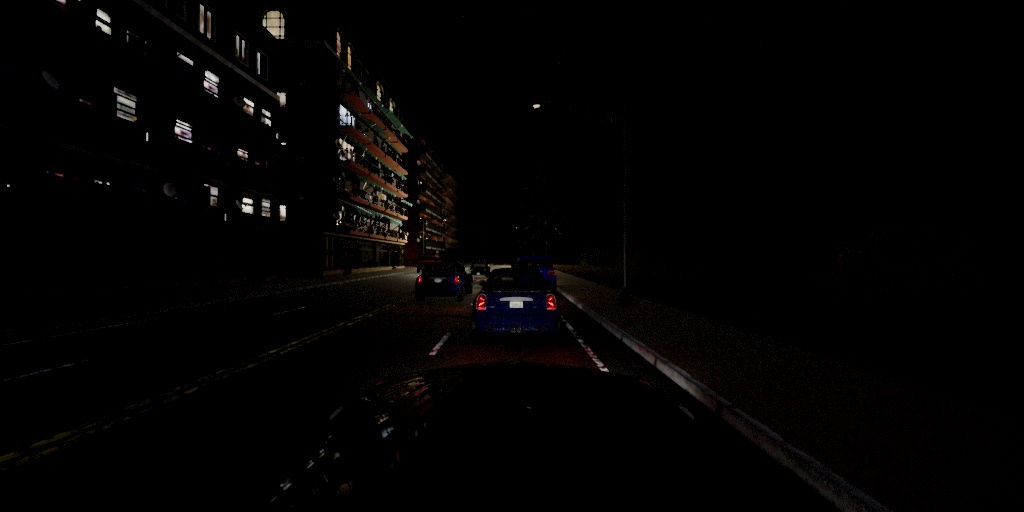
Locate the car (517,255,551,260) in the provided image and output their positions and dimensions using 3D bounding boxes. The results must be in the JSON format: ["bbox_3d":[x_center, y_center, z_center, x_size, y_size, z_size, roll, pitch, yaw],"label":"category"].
[{"bbox_3d":[1.132,0.977,19.703,2.150,2.045,5.566,0,0,0],"label":"car"}]

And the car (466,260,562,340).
[{"bbox_3d":[0.095,1.103,10.128,2.097,1.767,4.553,0,0,0],"label":"car"}]

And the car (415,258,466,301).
[{"bbox_3d":[-3.154,1.102,17.418,2.097,1.767,4.553,0,0,0],"label":"car"}]

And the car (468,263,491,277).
[{"bbox_3d":[-3.154,1.353,36.016,1.895,1.301,4.718,0,0,0],"label":"car"}]

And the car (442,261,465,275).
[{"bbox_3d":[-6.609,1.315,40.780,1.994,1.385,4.181,0,0,0],"label":"car"}]

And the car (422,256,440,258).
[{"bbox_3d":[-9.859,0.973,43.015,2.150,2.045,5.566,0,0,0],"label":"car"}]
